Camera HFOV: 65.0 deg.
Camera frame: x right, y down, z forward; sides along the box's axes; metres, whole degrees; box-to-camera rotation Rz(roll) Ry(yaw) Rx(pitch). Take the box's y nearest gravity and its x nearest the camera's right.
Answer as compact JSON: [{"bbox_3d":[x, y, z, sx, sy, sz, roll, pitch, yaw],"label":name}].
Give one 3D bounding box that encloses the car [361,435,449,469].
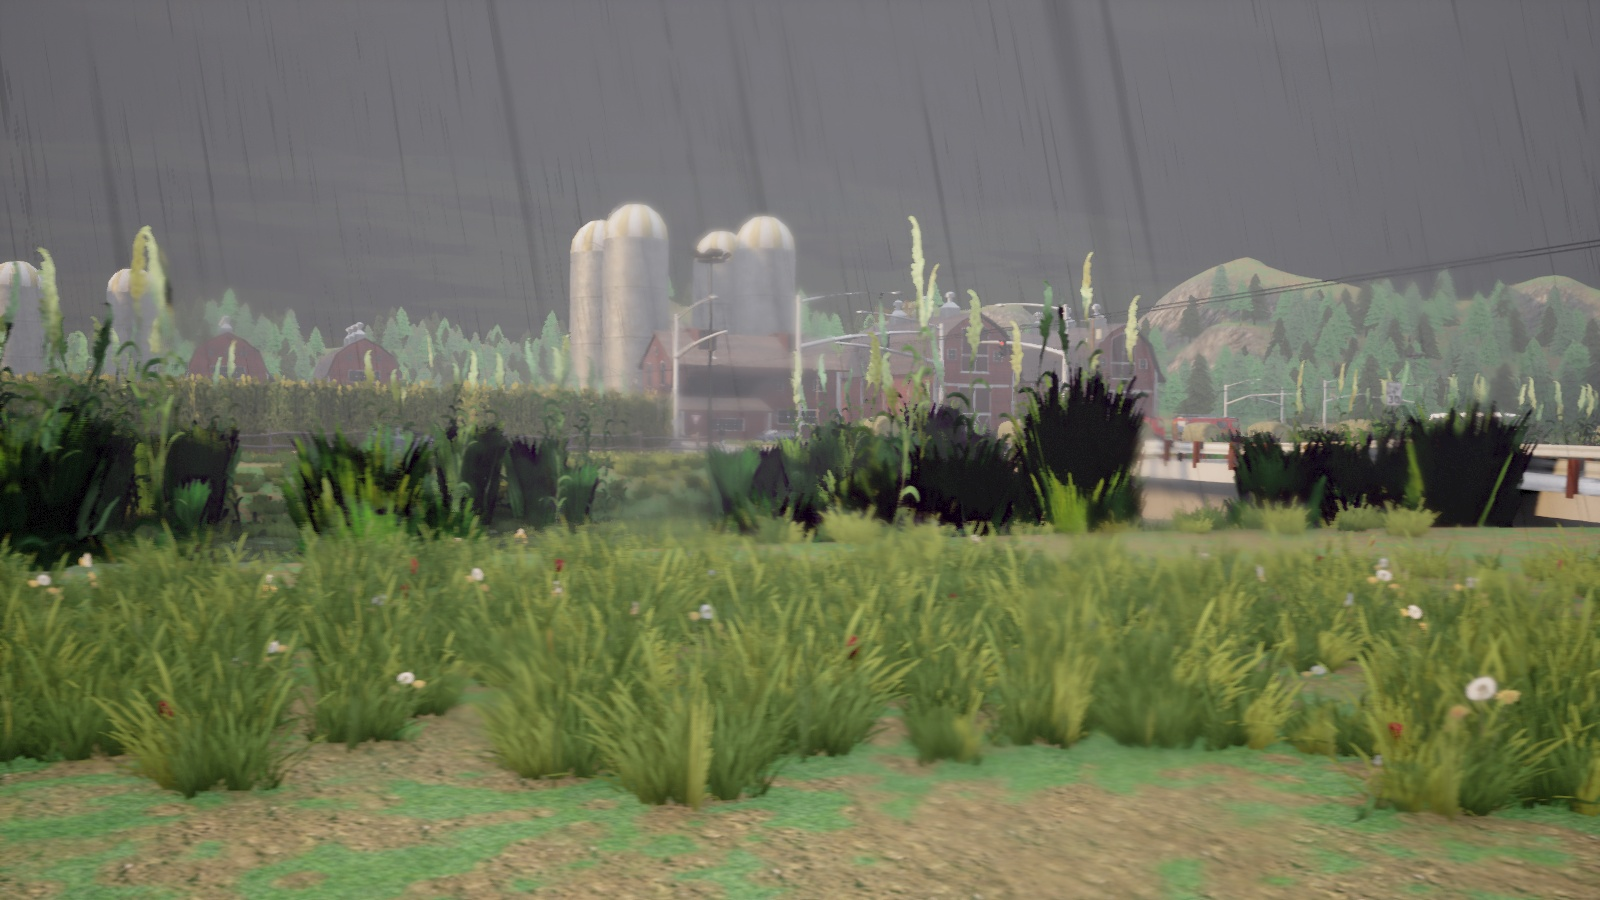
[{"bbox_3d":[-18.198,0.067,57.869,3.633,1.501,1.845,-1,1,-26],"label":"car"}]
